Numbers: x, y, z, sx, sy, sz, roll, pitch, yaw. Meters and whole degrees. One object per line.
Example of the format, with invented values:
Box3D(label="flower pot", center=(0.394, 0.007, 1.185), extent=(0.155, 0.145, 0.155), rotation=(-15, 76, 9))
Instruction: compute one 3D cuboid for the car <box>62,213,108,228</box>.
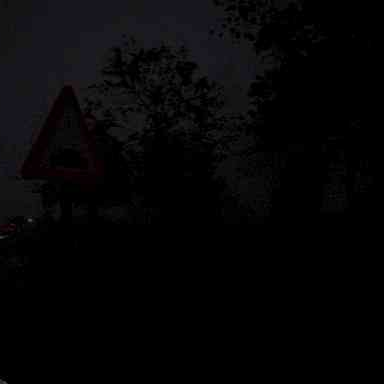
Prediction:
Box3D(label="car", center=(-12.250, 3.281, 38.401), extent=(4.892, 1.521, 2.231), rotation=(-1, -4, -15))

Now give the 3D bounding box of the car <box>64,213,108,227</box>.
Box3D(label="car", center=(-13.836, 3.643, 43.670), extent=(5.366, 1.575, 1.946), rotation=(-1, -4, -15))

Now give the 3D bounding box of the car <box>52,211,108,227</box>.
Box3D(label="car", center=(-10.862, 2.908, 33.083), extent=(4.892, 1.521, 2.231), rotation=(-1, -4, -15))

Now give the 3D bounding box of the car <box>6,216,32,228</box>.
Box3D(label="car", center=(-22.552, 3.849, 42.987), extent=(1.837, 1.490, 4.892), rotation=(-1, -4, -15))

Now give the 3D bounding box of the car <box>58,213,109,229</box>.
Box3D(label="car", center=(-11.562, 3.095, 35.742), extent=(5.008, 1.535, 2.097), rotation=(-1, -4, -15))

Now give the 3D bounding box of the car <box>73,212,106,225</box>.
Box3D(label="car", center=(-15.089, 3.870, 49.027), extent=(4.553, 1.767, 2.185), rotation=(-1, -3, -15))

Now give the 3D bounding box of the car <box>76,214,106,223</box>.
Box3D(label="car", center=(-17.189, 4.522, 57.005), extent=(4.792, 1.488, 2.163), rotation=(-1, -3, -15))

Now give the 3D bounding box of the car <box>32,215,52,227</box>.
Box3D(label="car", center=(-19.572, 3.835, 44.459), extent=(1.882, 1.535, 5.008), rotation=(-1, -3, -15))

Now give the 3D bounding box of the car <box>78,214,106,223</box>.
Box3D(label="car", center=(-17.832, 4.678, 59.677), extent=(4.792, 1.488, 2.163), rotation=(-1, -3, -15))

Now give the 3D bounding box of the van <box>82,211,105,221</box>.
Box3D(label="van", center=(-20.785, 5.022, 70.295), extent=(4.442, 1.987, 1.878), rotation=(-1, -3, -15))

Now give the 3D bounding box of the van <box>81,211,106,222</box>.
Box3D(label="van", center=(-18.454, 4.578, 62.370), extent=(4.442, 1.987, 1.878), rotation=(-1, -3, -15))

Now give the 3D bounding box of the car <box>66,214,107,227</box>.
Box3D(label="car", center=(-12.926, 3.494, 41.059), extent=(4.792, 1.488, 2.163), rotation=(-1, -4, -15))

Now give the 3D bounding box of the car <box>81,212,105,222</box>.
Box3D(label="car", center=(-19.329, 4.839, 65.112), extent=(4.553, 1.767, 2.185), rotation=(-1, -3, -15))

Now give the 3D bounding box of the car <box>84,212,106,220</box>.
Box3D(label="car", center=(-21.342, 5.256, 72.986), extent=(4.553, 1.767, 2.185), rotation=(-1, -3, -15))

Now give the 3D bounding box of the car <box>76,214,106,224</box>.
Box3D(label="car", center=(-16.456, 4.368, 54.350), extent=(4.674, 1.452, 2.002), rotation=(-1, -3, -15))
